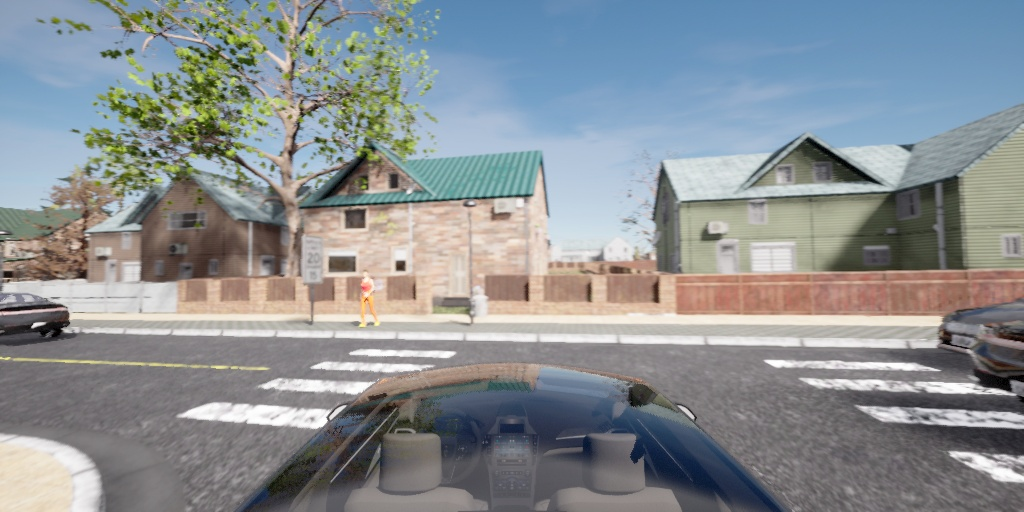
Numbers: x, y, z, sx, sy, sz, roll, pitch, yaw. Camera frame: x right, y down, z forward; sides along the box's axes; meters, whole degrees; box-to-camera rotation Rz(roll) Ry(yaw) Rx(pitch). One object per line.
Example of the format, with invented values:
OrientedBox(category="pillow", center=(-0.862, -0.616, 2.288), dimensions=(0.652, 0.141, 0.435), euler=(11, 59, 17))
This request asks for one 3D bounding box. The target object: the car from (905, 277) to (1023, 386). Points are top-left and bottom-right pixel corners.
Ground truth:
OrientedBox(category="car", center=(10.082, 1.110, 5.633), dimensions=(4.902, 1.511, 2.128), euler=(-2, -2, 12))

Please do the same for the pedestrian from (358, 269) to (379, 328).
OrientedBox(category="pedestrian", center=(-4.501, 1.280, 11.134), dimensions=(0.375, 1.860, 0.375), euler=(-1, -2, 12))

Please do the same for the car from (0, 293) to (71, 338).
OrientedBox(category="car", center=(-16.276, 1.898, 10.999), dimensions=(4.902, 1.511, 2.128), euler=(-2, -2, 11))

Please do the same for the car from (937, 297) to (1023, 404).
OrientedBox(category="car", center=(7.565, 1.071, 3.133), dimensions=(4.902, 1.511, 2.128), euler=(-2, -2, 11))
